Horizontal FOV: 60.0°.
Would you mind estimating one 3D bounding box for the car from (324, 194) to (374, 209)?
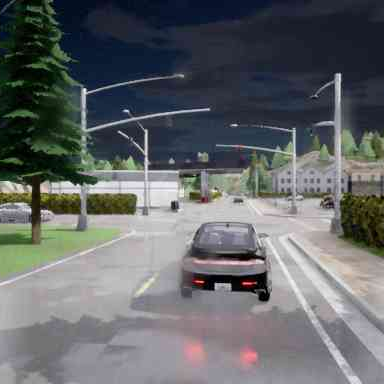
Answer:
[{"bbox_3d":[18.287,1.338,38.589,4.514,1.523,2.007,0,0,8],"label":"car"}]

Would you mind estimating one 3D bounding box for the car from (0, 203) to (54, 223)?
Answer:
[{"bbox_3d":[-12.656,1.525,24.646,4.674,1.442,1.812,0,0,7],"label":"car"}]

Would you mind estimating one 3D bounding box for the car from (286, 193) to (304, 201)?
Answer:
[{"bbox_3d":[23.359,1.358,75.638,3.806,1.475,1.970,0,0,8],"label":"car"}]

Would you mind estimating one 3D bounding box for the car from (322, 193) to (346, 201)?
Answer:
[{"bbox_3d":[31.761,1.094,74.502,4.605,1.855,1.932,0,0,8],"label":"car"}]

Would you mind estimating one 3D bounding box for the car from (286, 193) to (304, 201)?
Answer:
[{"bbox_3d":[24.424,1.074,78.846,3.866,1.878,1.905,0,0,8],"label":"car"}]

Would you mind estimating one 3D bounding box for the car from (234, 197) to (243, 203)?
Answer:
[{"bbox_3d":[9.435,1.598,67.364,1.895,1.301,4.718,0,0,8],"label":"car"}]

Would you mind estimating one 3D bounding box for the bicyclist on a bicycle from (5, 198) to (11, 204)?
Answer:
[{"bbox_3d":[-17.964,1.452,32.495,0.582,1.620,1.656,0,0,7],"label":"bicyclist on a bicycle"}]

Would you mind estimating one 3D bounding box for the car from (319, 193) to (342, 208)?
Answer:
[{"bbox_3d":[18.669,1.329,41.703,5.027,1.636,2.152,0,0,8],"label":"car"}]

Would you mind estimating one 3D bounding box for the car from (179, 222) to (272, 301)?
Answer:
[{"bbox_3d":[0.884,1.491,8.373,2.128,1.511,4.902,0,0,8],"label":"car"}]
